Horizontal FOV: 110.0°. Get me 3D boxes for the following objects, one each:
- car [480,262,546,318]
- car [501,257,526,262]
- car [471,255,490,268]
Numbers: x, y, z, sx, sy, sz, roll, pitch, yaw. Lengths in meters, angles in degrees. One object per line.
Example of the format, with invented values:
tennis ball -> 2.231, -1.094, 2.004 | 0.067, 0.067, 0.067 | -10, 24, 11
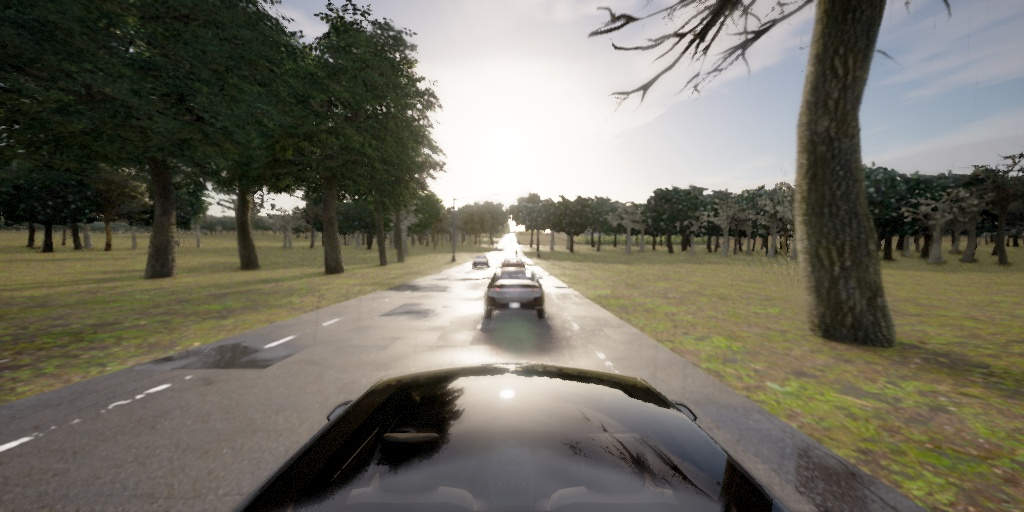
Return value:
car -> 0.088, 1.136, 12.424 | 2.128, 1.511, 4.902 | 0, 1, 0
car -> 0.094, 0.842, 29.129 | 1.882, 1.535, 5.008 | 0, 1, 0
car -> -3.583, 0.640, 41.902 | 1.812, 1.442, 4.674 | 0, 1, 0
